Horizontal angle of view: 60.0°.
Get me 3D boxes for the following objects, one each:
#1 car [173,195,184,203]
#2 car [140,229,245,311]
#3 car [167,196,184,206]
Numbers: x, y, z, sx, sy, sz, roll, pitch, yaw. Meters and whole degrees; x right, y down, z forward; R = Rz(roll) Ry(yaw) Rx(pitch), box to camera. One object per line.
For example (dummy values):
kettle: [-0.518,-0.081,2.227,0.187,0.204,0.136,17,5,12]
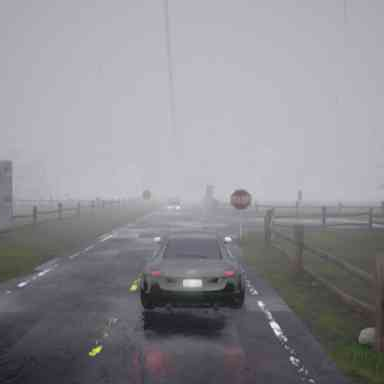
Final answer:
car: [-2.637,1.436,66.527,2.033,1.411,5.357,0,0,1]
car: [0.016,1.557,7.813,1.994,1.385,4.181,0,0,0]
car: [-2.735,1.488,51.348,1.994,1.385,4.181,0,0,0]
